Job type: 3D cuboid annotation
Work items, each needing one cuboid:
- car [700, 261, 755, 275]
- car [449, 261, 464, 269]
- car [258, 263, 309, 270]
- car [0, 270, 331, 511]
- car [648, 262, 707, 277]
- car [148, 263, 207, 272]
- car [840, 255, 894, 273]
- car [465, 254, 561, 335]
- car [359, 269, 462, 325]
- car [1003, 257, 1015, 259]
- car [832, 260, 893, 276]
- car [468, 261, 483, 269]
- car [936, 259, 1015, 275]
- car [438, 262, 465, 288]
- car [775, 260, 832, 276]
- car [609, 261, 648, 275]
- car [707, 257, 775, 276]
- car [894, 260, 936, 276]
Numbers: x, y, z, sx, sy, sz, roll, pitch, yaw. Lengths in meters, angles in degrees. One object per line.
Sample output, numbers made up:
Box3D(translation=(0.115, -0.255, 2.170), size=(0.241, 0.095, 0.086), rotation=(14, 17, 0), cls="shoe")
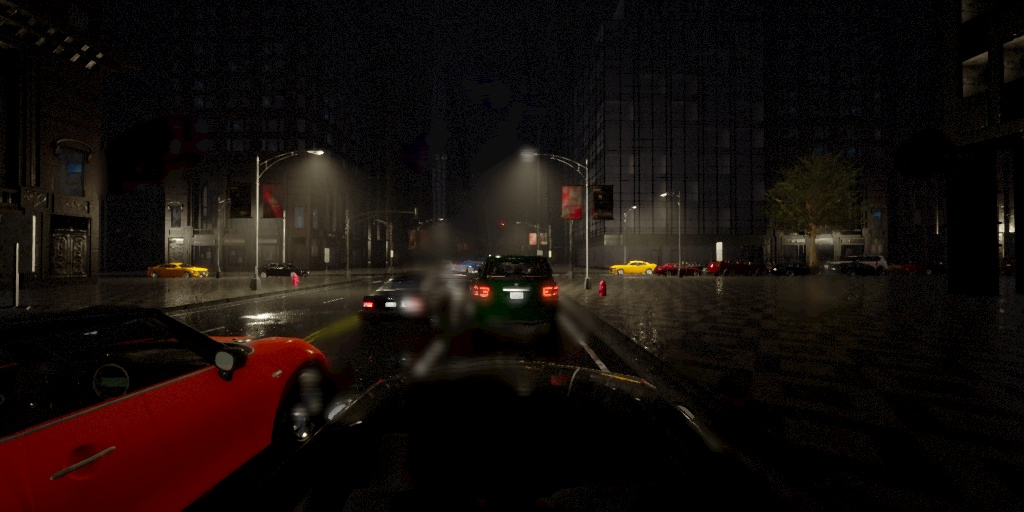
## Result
Box3D(translation=(23.512, 1.292, 39.257), size=(4.892, 1.490, 1.837), rotation=(0, -1, -1), cls="car")
Box3D(translation=(-9.713, 1.572, 63.218), size=(1.812, 1.442, 4.674), rotation=(0, 0, 1), cls="car")
Box3D(translation=(-22.556, 1.432, 35.460), size=(4.892, 1.490, 1.837), rotation=(0, -1, 0), cls="car")
Box3D(translation=(-3.146, 1.102, 2.342), size=(2.097, 1.767, 4.553), rotation=(0, 0, 0), cls="car")
Box3D(translation=(15.369, 1.327, 33.370), size=(4.207, 1.307, 1.802), rotation=(0, 0, -1), cls="car")
Box3D(translation=(-32.981, 1.453, 35.489), size=(5.008, 1.535, 1.882), rotation=(0, -1, 0), cls="car")
Box3D(translation=(37.790, 0.972, 39.432), size=(5.566, 2.045, 2.150), rotation=(0, -1, 1), cls="car")
Box3D(translation=(0.115, 0.979, 10.670), size=(2.150, 2.045, 5.566), rotation=(0, 0, 0), cls="car")
Box3D(translation=(-3.120, 1.307, 11.754), size=(2.033, 1.411, 5.357), rotation=(0, 0, 0), cls="car")
Box3D(translation=(49.197, 0.973, 33.839), size=(5.009, 1.841, 2.192), rotation=(0, 0, -1), cls="car")
Box3D(translation=(32.282, 1.260, 33.605), size=(4.313, 1.339, 1.948), rotation=(0, 0, -1), cls="car")
Box3D(translation=(-6.454, 1.600, 64.073), size=(2.033, 1.411, 5.357), rotation=(0, 0, 1), cls="car")
Box3D(translation=(43.558, 1.214, 33.761), size=(4.507, 1.381, 1.888), rotation=(0, 0, -1), cls="car")
Box3D(translation=(-3.122, 1.280, 21.491), size=(2.128, 1.511, 4.902), rotation=(0, 0, 0), cls="car")
Box3D(translation=(26.645, 1.276, 33.526), size=(4.313, 1.339, 1.948), rotation=(0, 0, -1), cls="car")
Box3D(translation=(13.172, 1.299, 39.118), size=(5.008, 1.535, 1.882), rotation=(0, -1, -1), cls="car")
Box3D(translation=(21.008, 1.041, 33.449), size=(5.009, 1.841, 2.192), rotation=(0, 0, -1), cls="car")
Box3D(translation=(42.570, 1.179, 36.378), size=(5.008, 1.535, 1.882), rotation=(0, -1, 0), cls="car")
